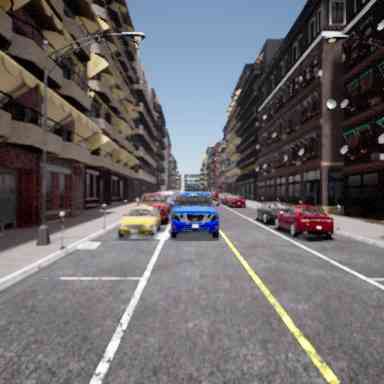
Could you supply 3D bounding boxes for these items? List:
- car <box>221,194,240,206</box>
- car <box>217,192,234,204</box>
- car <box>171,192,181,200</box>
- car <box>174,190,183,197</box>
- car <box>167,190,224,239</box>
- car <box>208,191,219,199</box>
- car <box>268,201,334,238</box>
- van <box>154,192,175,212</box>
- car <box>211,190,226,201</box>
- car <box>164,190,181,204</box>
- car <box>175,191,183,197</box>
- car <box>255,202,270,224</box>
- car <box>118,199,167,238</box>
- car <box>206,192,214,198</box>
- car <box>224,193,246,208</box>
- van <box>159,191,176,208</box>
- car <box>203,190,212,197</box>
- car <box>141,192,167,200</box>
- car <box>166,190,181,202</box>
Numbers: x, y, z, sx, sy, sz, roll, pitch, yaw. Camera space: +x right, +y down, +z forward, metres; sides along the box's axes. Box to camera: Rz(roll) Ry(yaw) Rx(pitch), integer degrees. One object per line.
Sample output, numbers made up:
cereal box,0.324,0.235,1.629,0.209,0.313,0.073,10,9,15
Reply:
car,5.057,1.024,44.177,1.887,1.381,4.507,2,1,-1
car,4.991,0.858,49.707,1.967,1.590,4.097,2,1,-1
car,-3.129,0.751,66.249,1.947,1.339,4.313,2,1,-1
car,-3.351,0.337,82.834,2.192,1.841,5.009,2,1,-1
car,0.107,1.003,16.444,2.150,2.045,5.566,0,1,-1
car,4.644,0.621,71.828,1.967,1.590,4.097,2,1,-1
car,5.438,1.363,16.528,1.887,1.381,4.507,2,1,-1
van,-2.664,0.898,33.067,1.690,1.788,3.998,2,1,-1
car,4.801,0.610,60.765,2.192,1.841,5.009,2,1,-1
car,-2.893,0.680,49.657,2.192,1.841,5.009,2,1,-1
car,-3.434,0.516,88.367,1.887,1.381,4.507,2,0,-1
car,5.361,1.298,22.059,2.008,1.369,4.403,2,1,-1
car,-2.439,1.293,16.312,1.752,1.417,4.829,2,1,-1
car,4.488,0.656,82.891,1.802,1.307,4.206,2,1,-1
car,5.133,1.088,38.648,1.887,1.381,4.507,2,1,-1
van,-2.741,0.832,38.598,1.690,1.788,3.998,2,1,-1
car,4.342,0.290,93.949,2.192,1.841,5.009,2,0,-1
car,-2.511,1.009,22.010,2.192,1.841,5.009,2,1,-1
car,-2.969,0.619,55.186,2.192,1.841,5.009,2,1,-1
